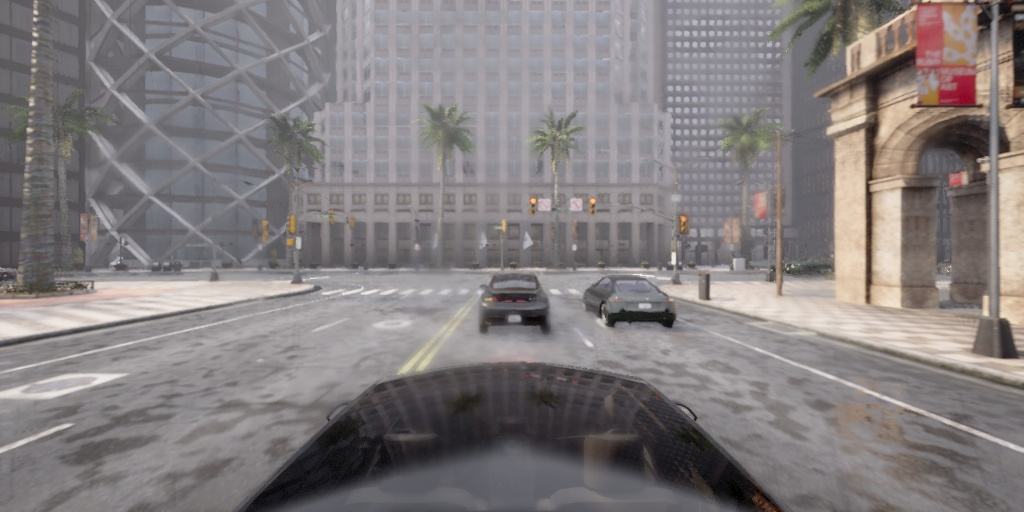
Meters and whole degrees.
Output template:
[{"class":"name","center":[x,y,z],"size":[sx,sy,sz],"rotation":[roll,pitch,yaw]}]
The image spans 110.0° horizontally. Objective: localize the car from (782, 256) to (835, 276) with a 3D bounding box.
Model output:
[{"class":"car","center":[31.415,0.984,37.213],"size":[5.566,2.045,2.150],"rotation":[0,0,0]}]

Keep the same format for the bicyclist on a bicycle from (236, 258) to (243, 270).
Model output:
[{"class":"bicyclist on a bicycle","center":[-35.752,1.064,47.070],"size":[0.582,1.620,1.656],"rotation":[0,0,-12]}]

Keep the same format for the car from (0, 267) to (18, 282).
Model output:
[{"class":"car","center":[-40.014,1.320,26.139],"size":[4.181,1.385,1.994],"rotation":[0,0,-31]}]

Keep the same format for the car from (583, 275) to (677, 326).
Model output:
[{"class":"car","center":[3.581,1.316,11.629],"size":[1.994,1.385,4.181],"rotation":[0,0,0]}]

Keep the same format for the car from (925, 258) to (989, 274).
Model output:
[{"class":"car","center":[50.293,1.117,40.597],"size":[4.553,1.767,2.097],"rotation":[0,0,1]}]

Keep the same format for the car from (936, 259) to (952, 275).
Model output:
[{"class":"car","center":[47.516,1.289,37.130],"size":[4.674,1.442,1.812],"rotation":[0,0,1]}]

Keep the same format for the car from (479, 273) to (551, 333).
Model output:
[{"class":"car","center":[0.077,1.255,10.767],"size":[1.837,1.490,4.892],"rotation":[0,-1,0]}]
